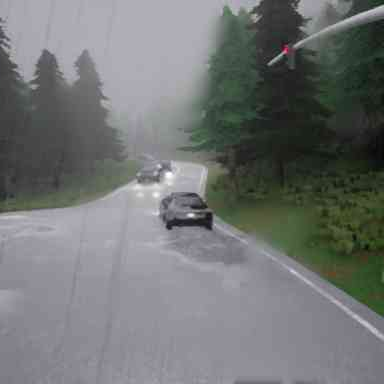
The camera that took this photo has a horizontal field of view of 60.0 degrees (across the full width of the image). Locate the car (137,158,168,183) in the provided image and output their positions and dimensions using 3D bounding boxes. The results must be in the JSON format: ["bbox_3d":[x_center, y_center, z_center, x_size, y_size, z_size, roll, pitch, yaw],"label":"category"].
[{"bbox_3d":[-4.006,-1.990,32.603,2.097,1.767,4.553,-2,9,4],"label":"car"}]

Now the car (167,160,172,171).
[{"bbox_3d":[-3.625,-3.409,42.887,1.895,1.301,4.718,-2,9,-1],"label":"car"}]

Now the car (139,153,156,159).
[{"bbox_3d":[-7.996,-6.113,59.237,2.128,1.511,4.902,-5,10,-29],"label":"car"}]

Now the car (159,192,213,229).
[{"bbox_3d":[-0.377,0.695,15.004,1.994,1.385,4.181,0,5,-10],"label":"car"}]
